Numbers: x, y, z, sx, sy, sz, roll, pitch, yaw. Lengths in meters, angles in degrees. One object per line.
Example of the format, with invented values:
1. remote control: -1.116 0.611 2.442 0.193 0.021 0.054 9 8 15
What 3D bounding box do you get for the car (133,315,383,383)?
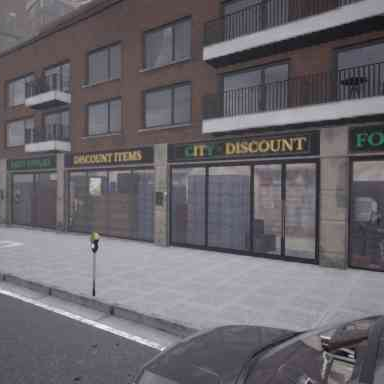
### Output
1. car: 1.463 1.551 2.029 4.403 1.369 2.008 0 1 35
